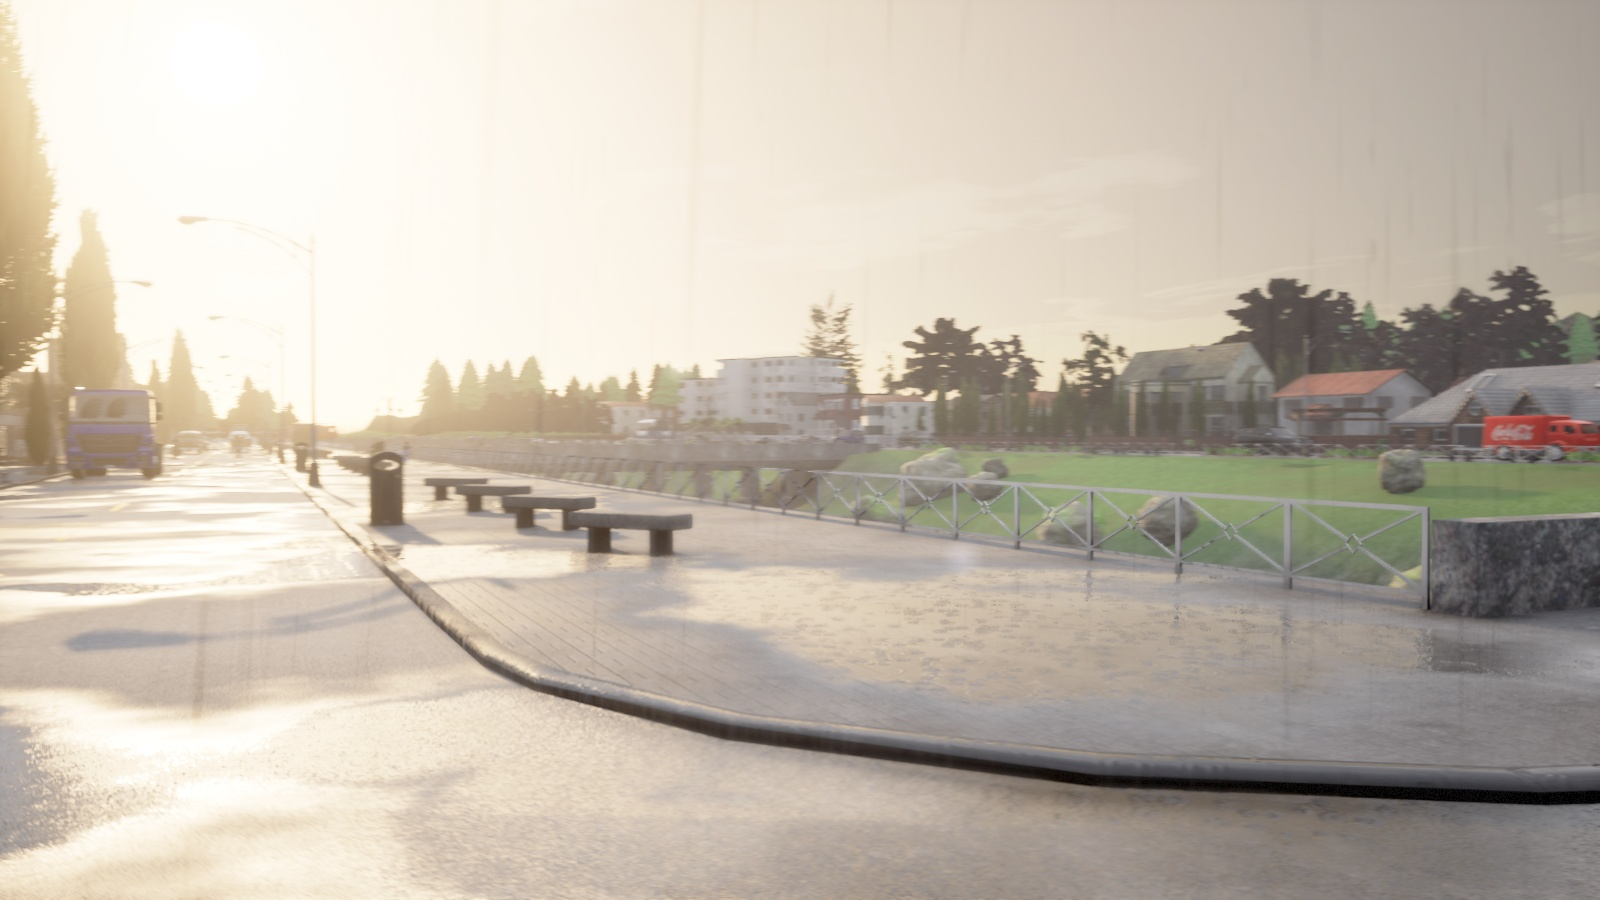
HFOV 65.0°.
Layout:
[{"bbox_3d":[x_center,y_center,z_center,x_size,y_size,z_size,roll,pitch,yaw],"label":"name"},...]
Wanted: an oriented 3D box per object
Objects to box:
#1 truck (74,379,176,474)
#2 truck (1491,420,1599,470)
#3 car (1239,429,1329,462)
[{"bbox_3d":[-26.563,-0.896,49.761,2.891,3.462,7.936,0,1,-23],"label":"truck"},{"bbox_3d":[38.675,-0.266,64.309,2.627,2.467,5.204,0,1,-23],"label":"truck"},{"bbox_3d":[31.290,-0.308,81.415,2.150,2.045,5.566,0,1,-23],"label":"car"}]
